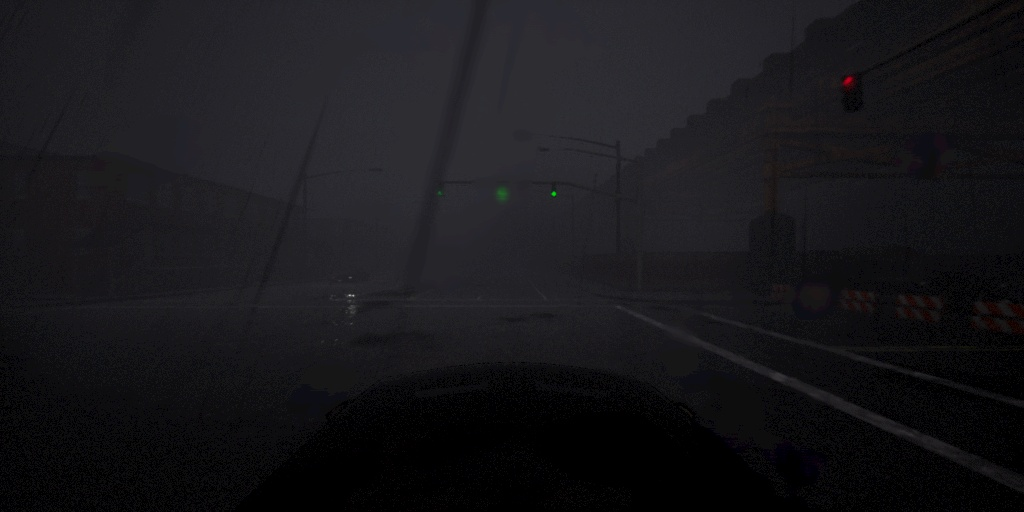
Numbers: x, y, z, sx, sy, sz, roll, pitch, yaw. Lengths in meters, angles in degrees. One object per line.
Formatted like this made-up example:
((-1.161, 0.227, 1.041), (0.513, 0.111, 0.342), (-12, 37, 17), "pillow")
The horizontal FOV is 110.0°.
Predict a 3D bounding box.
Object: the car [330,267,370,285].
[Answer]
((-13.974, 1.726, 31.391), (1.812, 1.442, 4.674), (0, 0, 0), "car")
